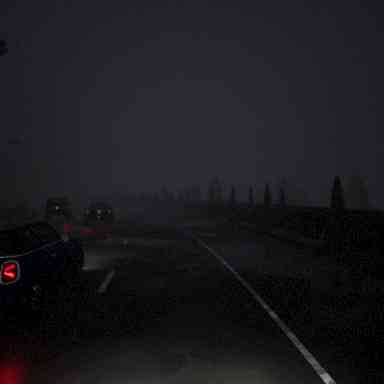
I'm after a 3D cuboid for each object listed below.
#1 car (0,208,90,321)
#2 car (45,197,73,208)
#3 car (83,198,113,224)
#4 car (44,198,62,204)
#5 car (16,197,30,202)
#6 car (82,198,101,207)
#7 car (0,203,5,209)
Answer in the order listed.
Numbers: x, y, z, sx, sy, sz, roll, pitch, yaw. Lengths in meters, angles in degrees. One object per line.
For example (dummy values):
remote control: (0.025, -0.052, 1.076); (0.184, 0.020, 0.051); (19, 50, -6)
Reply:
car: (-3.968, 1.417, 7.518); (2.097, 1.767, 4.553); (0, 0, -5)
car: (-12.306, 1.472, 30.801); (2.150, 2.045, 5.566); (0, 0, -18)
car: (-7.542, 1.563, 27.014); (2.097, 1.767, 4.553); (0, 0, -15)
car: (-31.240, 1.980, 74.670); (4.674, 1.442, 1.812); (-1, -1, 43)
car: (-43.400, 2.067, 85.182); (4.892, 1.490, 1.837); (0, 0, 35)
car: (-18.658, 1.936, 61.359); (1.801, 1.575, 5.366); (0, 0, -35)
car: (-7.930, 1.457, 11.727); (2.097, 1.767, 4.553); (0, 0, -7)
